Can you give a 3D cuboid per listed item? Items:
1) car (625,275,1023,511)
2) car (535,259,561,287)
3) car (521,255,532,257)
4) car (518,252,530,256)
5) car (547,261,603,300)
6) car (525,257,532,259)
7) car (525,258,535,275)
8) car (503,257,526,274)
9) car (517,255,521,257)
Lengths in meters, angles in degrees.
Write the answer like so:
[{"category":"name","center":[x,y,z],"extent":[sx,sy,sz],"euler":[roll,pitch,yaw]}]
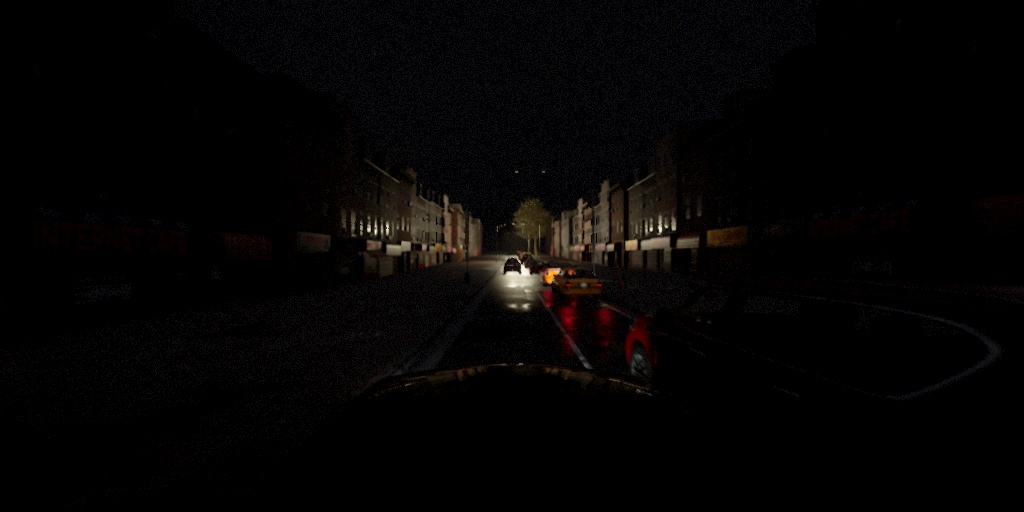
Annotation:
[{"category":"car","center":[2.637,1.068,3.175],"extent":[2.192,1.841,5.009],"euler":[0,0,0]},{"category":"car","center":[2.987,1.077,24.445],"extent":[2.097,1.767,4.553],"euler":[0,0,0]},{"category":"car","center":[2.636,0.979,53.384],"extent":[1.751,1.417,4.829],"euler":[0,0,0]},{"category":"car","center":[2.636,0.579,64.336],"extent":[2.192,1.841,5.009],"euler":[0,0,0]},{"category":"car","center":[3.024,1.207,17.667],"extent":[1.801,1.575,5.366],"euler":[0,0,0]},{"category":"car","center":[2.636,1.112,47.653],"extent":[1.802,1.307,4.207],"euler":[0,0,0]},{"category":"car","center":[2.637,1.192,36.530],"extent":[1.888,1.381,4.507],"euler":[0,0,0]},{"category":"car","center":[0.050,1.125,38.094],"extent":[2.128,1.511,4.902],"euler":[0,1,0]},{"category":"car","center":[0.046,0.950,53.765],"extent":[1.837,1.490,4.892],"euler":[0,1,1]}]
